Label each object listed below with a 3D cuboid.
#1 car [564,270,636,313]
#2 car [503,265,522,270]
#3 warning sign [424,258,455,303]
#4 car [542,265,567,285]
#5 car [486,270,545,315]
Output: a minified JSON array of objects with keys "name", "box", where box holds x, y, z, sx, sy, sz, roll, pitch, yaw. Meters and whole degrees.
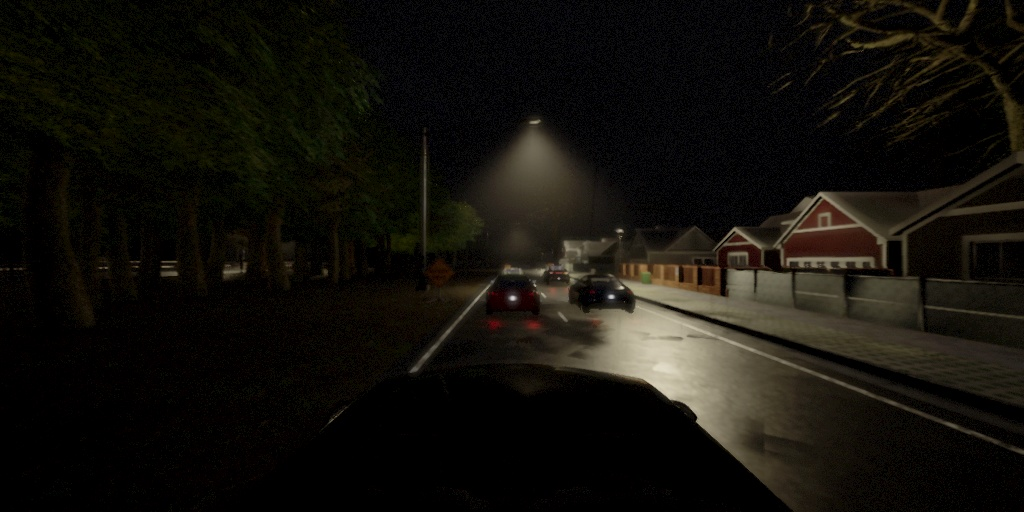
[{"name":"car","box":[3.553,1.442,14.764,1.994,1.385,4.181,0,0,0]},{"name":"car","box":[0.044,1.614,28.649,1.895,1.301,4.718,0,-1,1]},{"name":"warning sign","box":[-3.048,0.996,15.060,1.300,1.860,1.060,0,0,0]},{"name":"car","box":[3.550,1.511,29.262,2.128,1.511,4.902,0,-1,1]},{"name":"car","box":[0.048,1.438,14.315,1.994,1.385,4.181,0,0,1]}]
